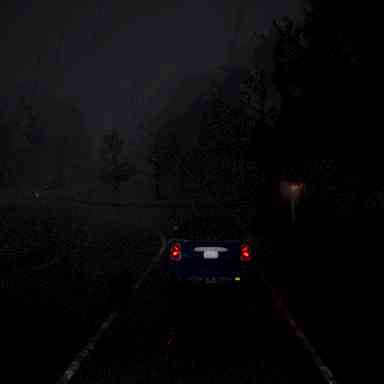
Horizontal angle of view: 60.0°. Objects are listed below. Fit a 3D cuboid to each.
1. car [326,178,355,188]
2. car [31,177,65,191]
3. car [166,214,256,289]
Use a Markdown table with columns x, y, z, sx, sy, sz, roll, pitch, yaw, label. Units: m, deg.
| x | y | z | sx | sy | sz | roll | pitch | yaw | label |
| --- | --- | --- | --- | --- | --- | --- | --- | --- | --- |
| 20.196 | -1.187 | 45.537 | 1.882 | 1.535 | 5.008 | 0 | 5 | -6 | car |
| -18.812 | -1.055 | 44.553 | 1.837 | 1.490 | 4.892 | -1 | 5 | 7 | car |
| 0.495 | 1.392 | 9.560 | 2.097 | 1.767 | 4.553 | 0 | 1 | 2 | car |
